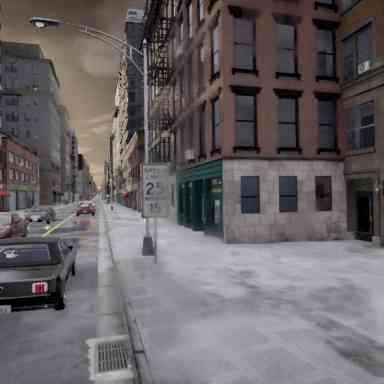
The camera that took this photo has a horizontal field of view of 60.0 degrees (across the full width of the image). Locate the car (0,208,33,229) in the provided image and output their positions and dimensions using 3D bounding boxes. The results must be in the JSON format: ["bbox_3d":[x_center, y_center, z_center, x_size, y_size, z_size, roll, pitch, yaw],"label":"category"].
[{"bbox_3d":[-9.299,1.741,16.111,1.812,1.442,4.674,-1,0,-15],"label":"car"}]

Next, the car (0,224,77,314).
[{"bbox_3d":[-3.736,1.677,7.621,1.895,1.301,4.718,-1,0,-15],"label":"car"}]

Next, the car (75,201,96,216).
[{"bbox_3d":[-11.852,1.909,37.194,1.812,1.442,4.674,-1,0,-15],"label":"car"}]

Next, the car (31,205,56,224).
[{"bbox_3d":[-12.320,1.820,27.093,2.128,1.511,4.902,-1,0,-15],"label":"car"}]

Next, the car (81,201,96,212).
[{"bbox_3d":[-14.629,2.032,47.095,1.812,1.442,4.674,-1,-1,-15],"label":"car"}]
